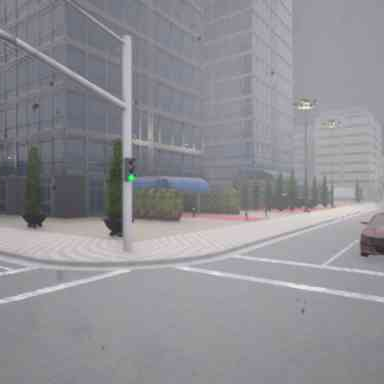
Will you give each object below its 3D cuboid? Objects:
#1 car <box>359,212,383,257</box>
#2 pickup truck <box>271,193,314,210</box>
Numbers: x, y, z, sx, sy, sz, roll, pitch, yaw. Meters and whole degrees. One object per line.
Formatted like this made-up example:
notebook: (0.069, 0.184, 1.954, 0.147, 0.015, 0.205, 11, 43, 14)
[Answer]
car: (7.612, 1.486, 12.481, 1.882, 1.535, 5.008, 0, 0, 35)
pickup truck: (12.397, 1.136, 41.878, 6.274, 2.098, 2.390, 0, 0, -24)
